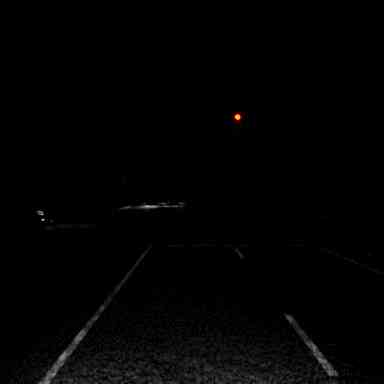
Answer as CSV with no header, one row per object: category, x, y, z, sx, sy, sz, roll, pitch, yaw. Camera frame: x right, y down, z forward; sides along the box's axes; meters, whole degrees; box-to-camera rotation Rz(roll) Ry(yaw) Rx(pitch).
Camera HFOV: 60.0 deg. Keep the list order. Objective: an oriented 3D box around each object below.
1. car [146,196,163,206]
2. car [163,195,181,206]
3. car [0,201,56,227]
car,-7.012,1.627,59.459,2.128,1.511,4.902,0,0,1
car,-3.513,1.639,59.366,1.837,1.490,4.892,0,0,1
car,-11.746,1.374,22.630,4.553,1.767,2.097,0,0,3
